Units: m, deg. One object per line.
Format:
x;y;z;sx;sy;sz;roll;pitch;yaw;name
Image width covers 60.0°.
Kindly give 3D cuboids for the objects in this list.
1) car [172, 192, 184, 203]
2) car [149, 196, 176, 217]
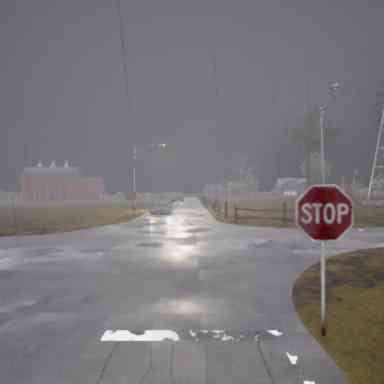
-2.785;1.099;66.037;2.150;2.045;5.566;0;0;0;car
-2.767;1.492;30.855;1.837;1.490;4.892;0;2;0;car
